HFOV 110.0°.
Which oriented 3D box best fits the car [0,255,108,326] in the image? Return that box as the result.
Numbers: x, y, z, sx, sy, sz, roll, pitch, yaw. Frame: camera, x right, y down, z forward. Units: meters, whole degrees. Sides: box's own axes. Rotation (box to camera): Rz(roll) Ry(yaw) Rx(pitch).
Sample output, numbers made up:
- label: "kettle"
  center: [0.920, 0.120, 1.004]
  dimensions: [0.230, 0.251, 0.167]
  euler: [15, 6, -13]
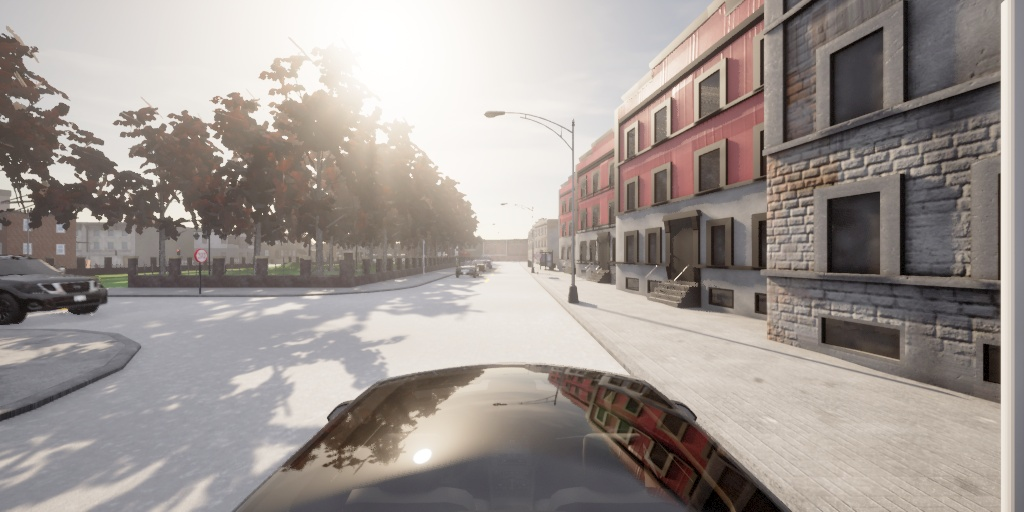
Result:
- label: "car"
  center: [-16.315, 0.971, 11.237]
  dimensions: [5.566, 2.045, 2.150]
  euler: [0, 0, 0]

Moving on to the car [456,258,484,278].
- label: "car"
  center: [-4.179, 1.241, 34.182]
  dimensions: [2.128, 1.511, 4.902]
  euler: [0, 0, 0]

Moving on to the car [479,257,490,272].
- label: "car"
  center: [-4.199, 1.228, 44.330]
  dimensions: [1.882, 1.535, 5.008]
  euler: [0, 0, 0]

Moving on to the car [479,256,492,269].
- label: "car"
  center: [-4.198, 0.971, 55.065]
  dimensions: [2.150, 2.045, 5.566]
  euler: [0, 0, 0]
